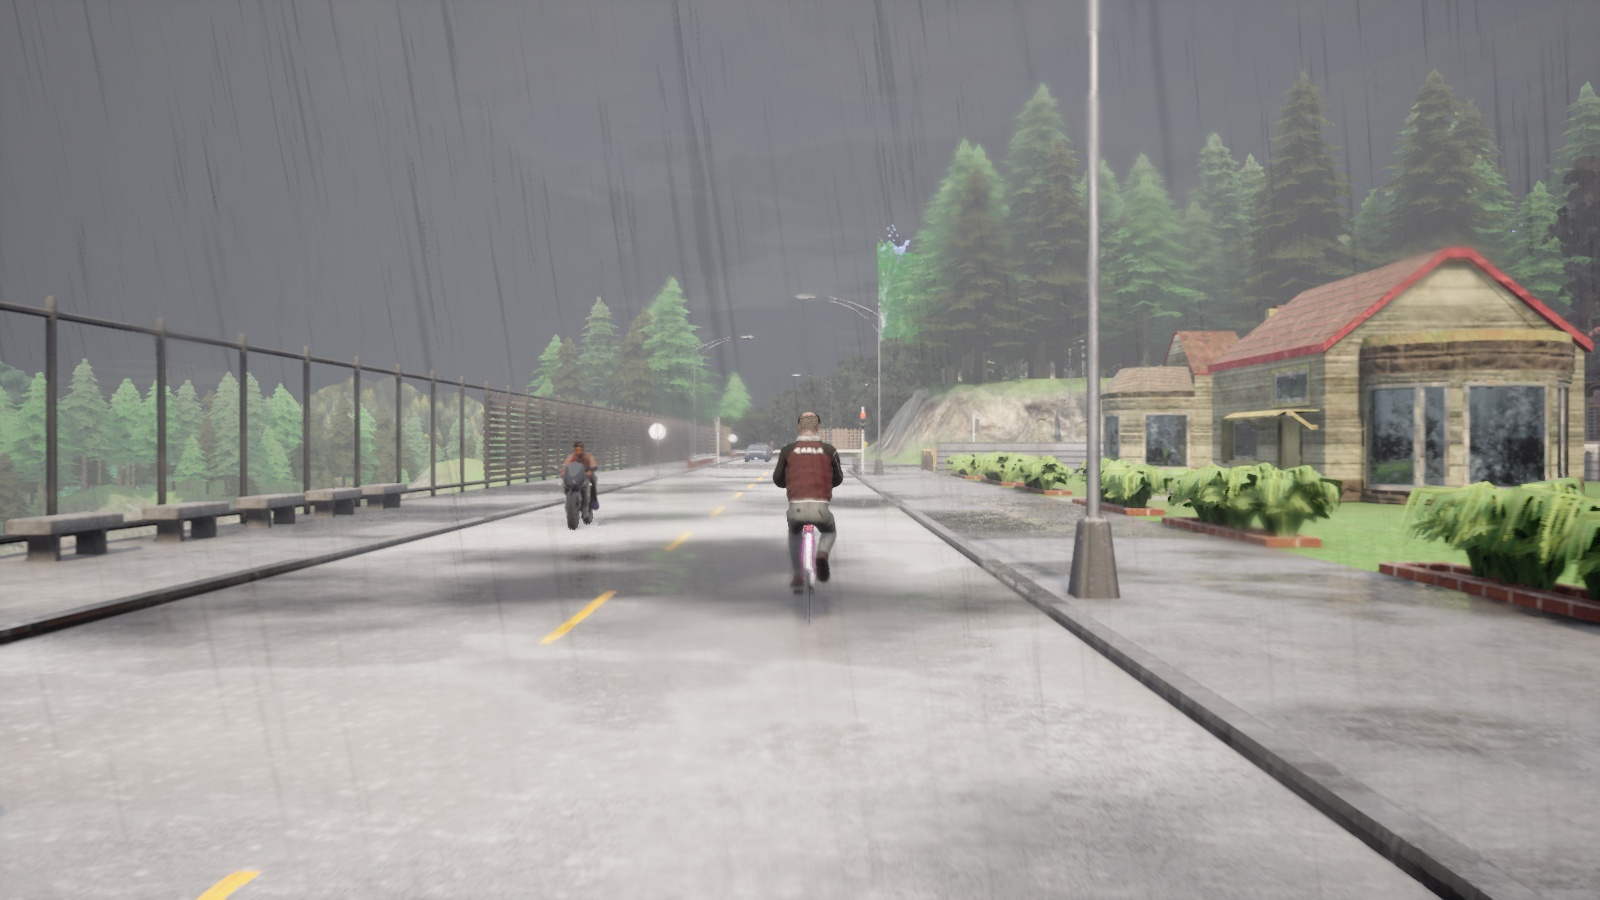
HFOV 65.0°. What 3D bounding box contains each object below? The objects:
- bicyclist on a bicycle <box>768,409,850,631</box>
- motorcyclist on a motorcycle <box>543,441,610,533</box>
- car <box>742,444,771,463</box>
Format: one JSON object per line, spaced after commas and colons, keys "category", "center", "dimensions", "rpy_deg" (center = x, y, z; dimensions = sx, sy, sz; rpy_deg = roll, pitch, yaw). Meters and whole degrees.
{"category": "bicyclist on a bicycle", "center": [0.078, 0.555, 10.979], "dimensions": [0.659, 1.776, 1.843], "rpy_deg": [0, 1, 0]}
{"category": "motorcyclist on a motorcycle", "center": [-3.861, 0.602, 21.833], "dimensions": [0.797, 1.523, 2.044], "rpy_deg": [0, 0, 0]}
{"category": "car", "center": [-3.362, 0.236, 98.473], "dimensions": [2.033, 1.411, 5.357], "rpy_deg": [0, 0, 0]}
